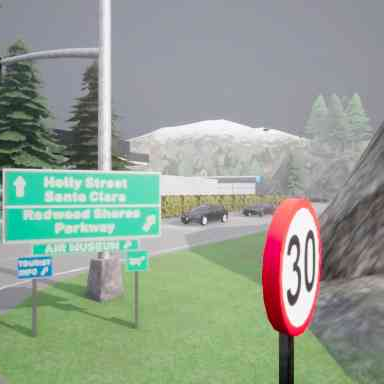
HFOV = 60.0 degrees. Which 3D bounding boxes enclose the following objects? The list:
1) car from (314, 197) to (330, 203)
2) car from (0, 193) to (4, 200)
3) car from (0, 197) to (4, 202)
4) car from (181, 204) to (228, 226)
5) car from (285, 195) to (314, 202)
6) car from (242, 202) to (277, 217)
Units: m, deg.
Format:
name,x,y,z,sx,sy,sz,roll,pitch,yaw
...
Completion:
name,x,y,z,sx,sy,sz,roll,pitch,yaw
car,28.281,1.787,74.896,1.895,1.301,4.718,0,0,-42
car,-38.569,1.489,69.983,4.514,1.523,2.007,0,0,35
car,-12.360,1.505,26.044,1.905,1.878,3.866,0,0,35
car,1.066,1.696,25.929,1.837,1.490,4.892,0,0,36
car,13.415,1.413,42.823,2.150,2.045,5.566,0,0,36
car,7.121,1.739,34.250,2.033,1.411,5.357,0,0,36
